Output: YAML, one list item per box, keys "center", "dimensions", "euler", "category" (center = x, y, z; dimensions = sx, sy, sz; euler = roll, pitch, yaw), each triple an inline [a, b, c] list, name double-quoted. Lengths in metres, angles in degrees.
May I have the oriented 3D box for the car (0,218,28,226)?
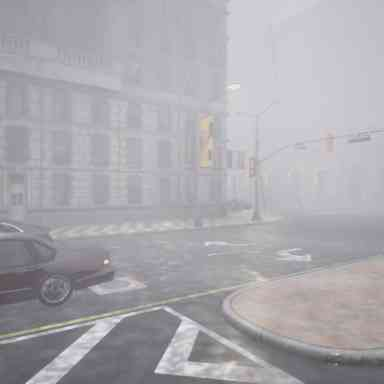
- center: [-6.449, 1.492, 9.282]
  dimensions: [4.902, 1.511, 2.128]
  euler: [0, 0, -37]
  category: "car"

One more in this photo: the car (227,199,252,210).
- center: [5.777, 1.564, 43.171]
  dimensions: [1.994, 1.385, 4.181]
  euler: [0, 0, -35]
  category: "car"

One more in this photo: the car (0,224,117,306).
- center: [-4.260, 1.547, 6.498]
  dimensions: [5.357, 1.411, 2.033]
  euler: [0, 0, -34]
  category: "car"

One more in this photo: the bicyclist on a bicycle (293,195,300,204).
- center: [17.958, 1.300, 57.135]
  dimensions: [1.656, 1.620, 0.582]
  euler: [0, 0, -35]
  category: "bicyclist on a bicycle"
